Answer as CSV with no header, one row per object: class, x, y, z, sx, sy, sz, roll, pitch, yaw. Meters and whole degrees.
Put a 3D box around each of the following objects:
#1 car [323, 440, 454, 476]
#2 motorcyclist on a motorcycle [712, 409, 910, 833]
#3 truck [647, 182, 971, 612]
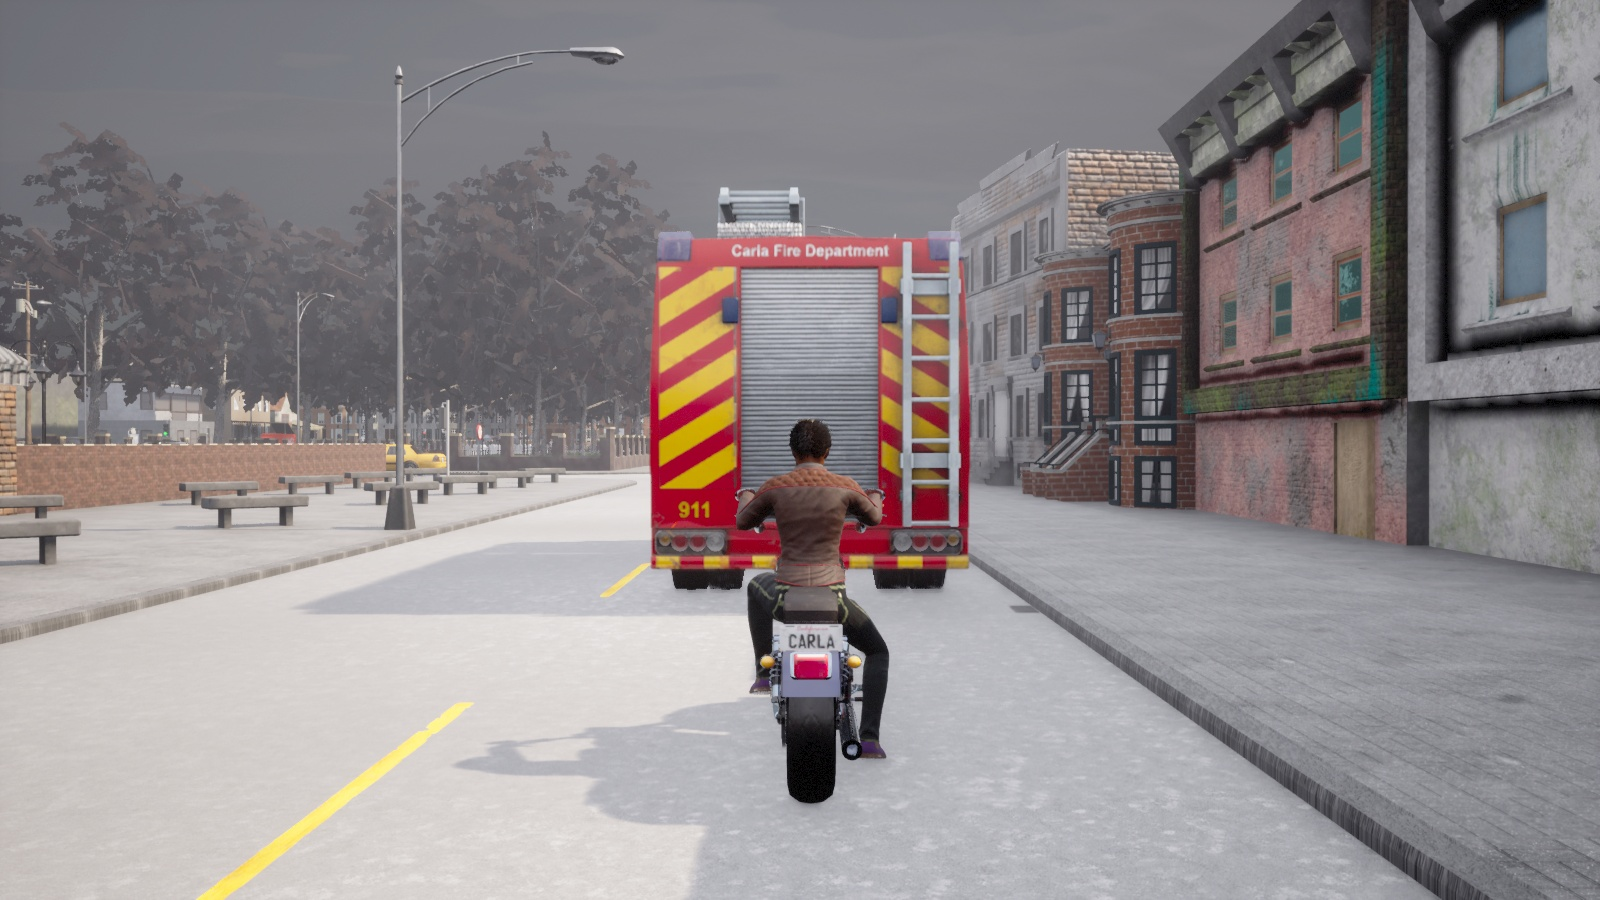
car,-18.591,0.349,56.923,5.366,1.575,1.801,0,0,-2
motorcyclist on a motorcycle,0.049,0.663,6.065,0.766,1.649,2.350,0,0,0
truck,0.102,-0.504,15.425,2.891,3.827,8.468,0,0,0
